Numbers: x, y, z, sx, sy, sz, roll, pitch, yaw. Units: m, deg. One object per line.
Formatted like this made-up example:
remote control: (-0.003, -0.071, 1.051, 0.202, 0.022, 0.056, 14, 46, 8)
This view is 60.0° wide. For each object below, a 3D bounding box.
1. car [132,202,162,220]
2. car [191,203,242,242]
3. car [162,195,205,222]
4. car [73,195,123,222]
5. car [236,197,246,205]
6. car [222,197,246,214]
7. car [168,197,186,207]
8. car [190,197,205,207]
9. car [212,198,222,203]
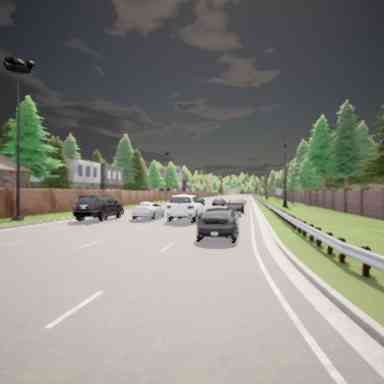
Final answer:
car: (-3.714, 1.583, 28.419, 1.812, 1.442, 4.674, 0, 0, 10)
car: (1.380, 1.547, 16.679, 1.837, 1.490, 4.892, 0, 0, 10)
car: (-0.478, 1.280, 26.574, 2.150, 2.045, 5.566, 0, 0, 10)
car: (-7.501, 1.266, 27.034, 2.150, 2.045, 5.566, 0, 0, 10)
car: (9.575, 1.696, 64.656, 1.812, 1.442, 4.674, 0, 0, 10)
car: (4.843, 1.588, 36.922, 2.128, 1.511, 4.902, 0, 0, 10)
car: (-2.487, 1.615, 56.353, 2.128, 1.511, 4.902, 0, 0, 10)
car: (1.029, 1.657, 56.154, 1.812, 1.442, 4.674, 0, 0, 10)
car: (4.531, 1.703, 55.869, 1.994, 1.385, 4.181, 0, 0, 10)
